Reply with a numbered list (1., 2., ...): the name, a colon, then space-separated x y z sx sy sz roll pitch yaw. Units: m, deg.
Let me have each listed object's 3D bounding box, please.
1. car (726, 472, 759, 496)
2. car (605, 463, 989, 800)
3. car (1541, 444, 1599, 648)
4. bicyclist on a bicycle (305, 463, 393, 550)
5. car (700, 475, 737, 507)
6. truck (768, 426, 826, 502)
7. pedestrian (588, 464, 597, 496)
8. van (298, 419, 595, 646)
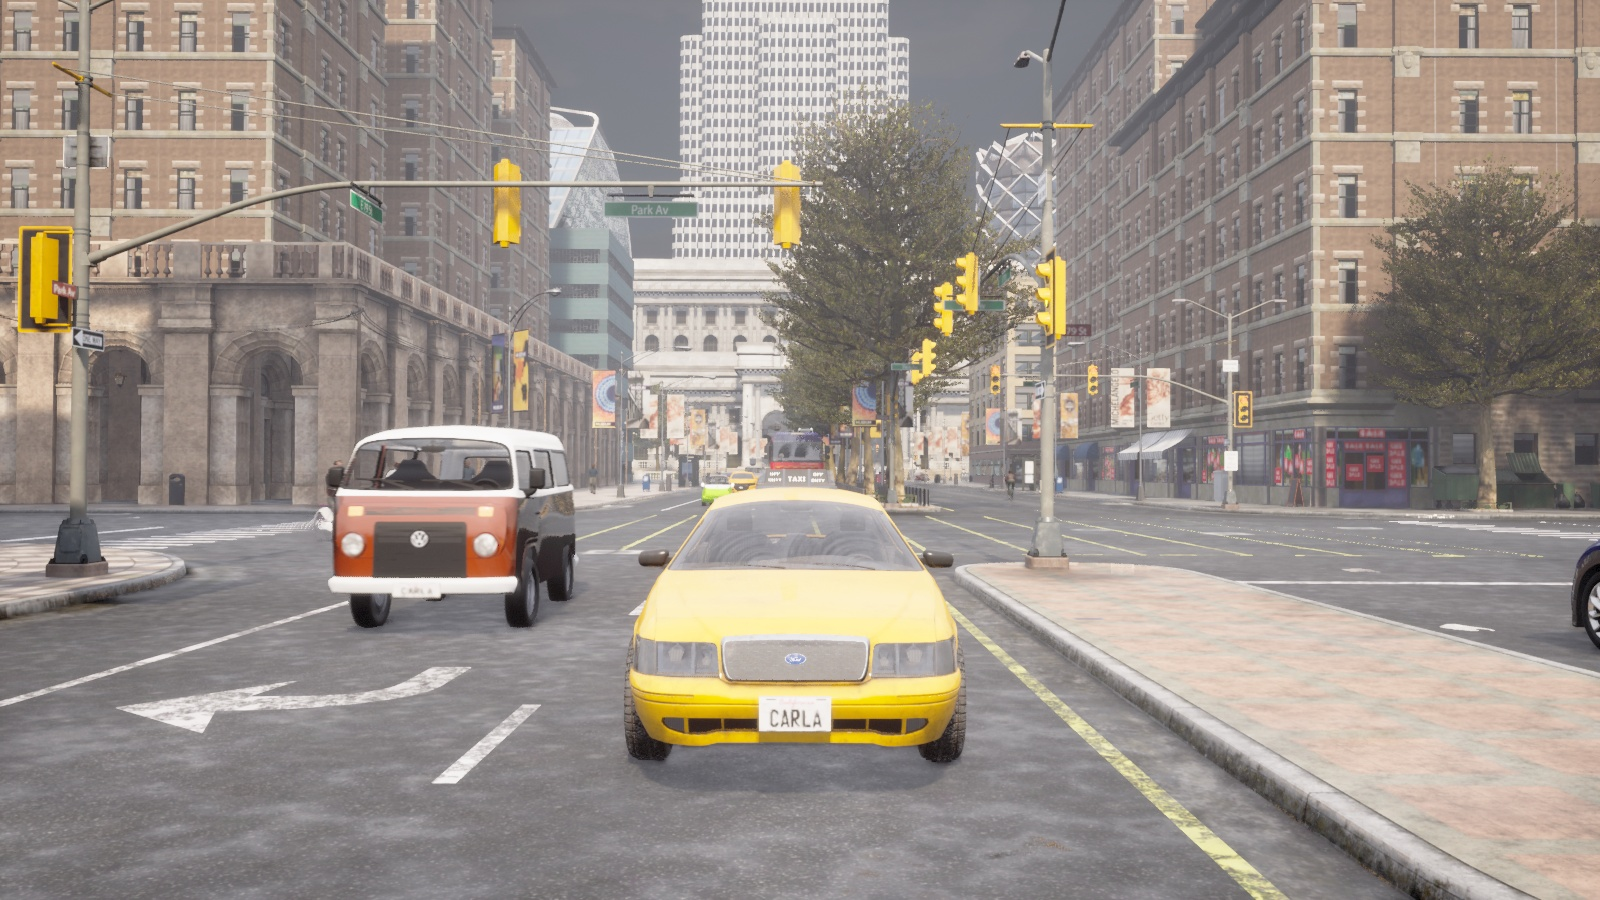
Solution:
1. car: -3.684 2.165 81.093 1.882 1.535 5.008 0 -1 0
2. car: -0.020 0.898 8.598 1.801 1.575 5.366 0 -1 0
3. car: 7.978 0.799 9.444 2.097 1.767 4.553 0 -1 0
4. bicyclist on a bicycle: -9.517 1.167 26.511 1.843 1.776 0.659 -1 0 28
5. car: -3.627 1.823 56.088 1.481 1.376 2.207 0 -1 0
6. truck: -0.158 0.786 67.774 2.891 3.827 8.468 0 -1 0
7. pedestrian: -11.873 1.724 71.971 0.370 1.835 0.726 0 -1 2
8. van: -3.551 0.780 13.572 2.069 2.038 4.480 0 -1 -2
